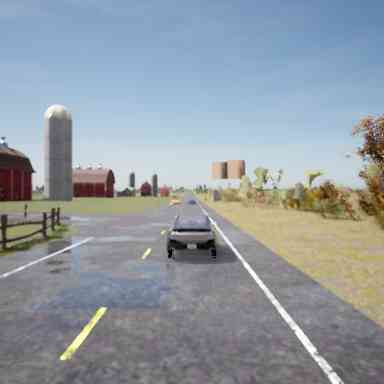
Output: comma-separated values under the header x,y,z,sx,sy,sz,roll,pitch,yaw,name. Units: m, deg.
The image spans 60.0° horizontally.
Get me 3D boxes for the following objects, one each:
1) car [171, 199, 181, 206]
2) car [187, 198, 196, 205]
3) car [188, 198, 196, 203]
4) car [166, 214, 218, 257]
x,y,z,sx,sy,sz,roll,pitch,yaw,name
-3.532,2.176,72.680,1.882,1.535,5.008,0,-1,0,car
-0.035,2.282,79.718,1.812,1.442,4.674,0,-1,0,car
-0.040,2.280,89.719,2.033,1.411,5.357,0,-1,0,car
0.017,1.625,13.513,2.128,1.511,4.902,0,0,0,car
